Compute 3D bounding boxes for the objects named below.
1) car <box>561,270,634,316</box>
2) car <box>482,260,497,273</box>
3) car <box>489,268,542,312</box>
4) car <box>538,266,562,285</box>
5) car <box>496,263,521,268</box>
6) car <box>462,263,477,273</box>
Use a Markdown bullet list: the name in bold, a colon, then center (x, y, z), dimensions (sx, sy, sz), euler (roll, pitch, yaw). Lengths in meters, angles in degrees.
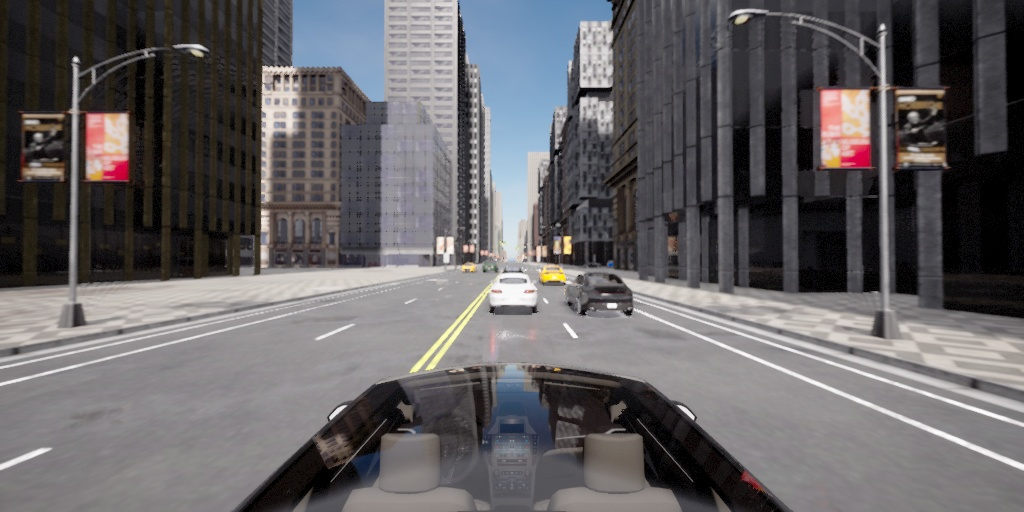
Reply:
- **car**: center (3.304, 1.396, 14.179), dimensions (1.837, 1.490, 4.892), euler (0, 0, 1)
- **car**: center (-3.293, 1.567, 54.999), dimensions (2.150, 2.045, 5.566), euler (0, -1, 0)
- **car**: center (0.061, 1.423, 14.904), dimensions (1.812, 1.442, 4.674), euler (0, 0, 0)
- **car**: center (3.321, 1.548, 30.332), dimensions (1.882, 1.535, 5.008), euler (0, 0, 0)
- **car**: center (0.061, 1.549, 29.168), dimensions (2.128, 1.511, 4.902), euler (0, -1, 1)
- **car**: center (-6.542, 1.824, 55.064), dimensions (1.882, 1.535, 5.008), euler (0, -1, 0)
